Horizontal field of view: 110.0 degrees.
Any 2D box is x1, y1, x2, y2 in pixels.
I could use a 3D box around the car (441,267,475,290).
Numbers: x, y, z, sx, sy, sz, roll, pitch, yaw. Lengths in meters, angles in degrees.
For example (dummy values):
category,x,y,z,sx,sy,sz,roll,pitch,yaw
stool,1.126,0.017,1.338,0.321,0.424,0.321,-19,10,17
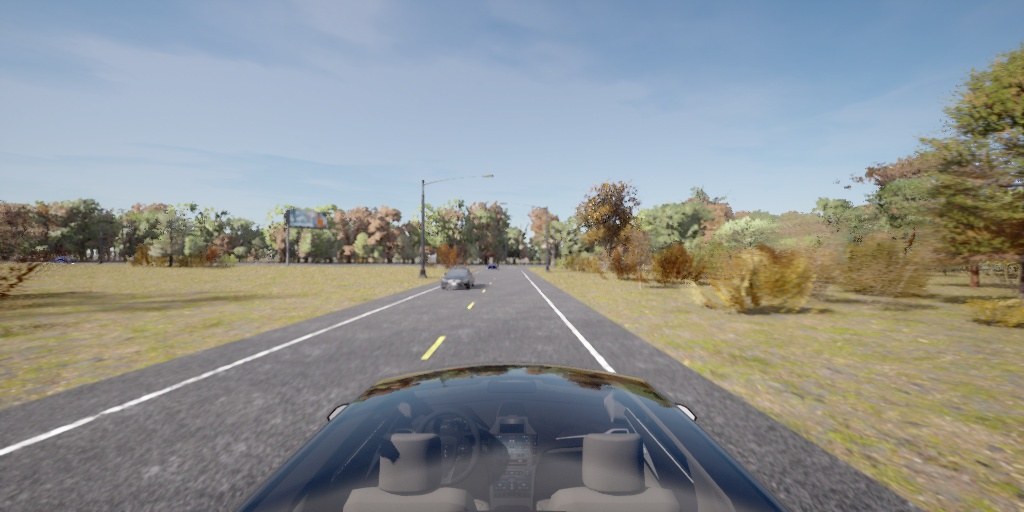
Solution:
category,x,y,z,sx,sy,sz,roll,pitch,yaw
car,-3.624,1.506,24.695,1.812,1.442,4.674,0,-1,0
